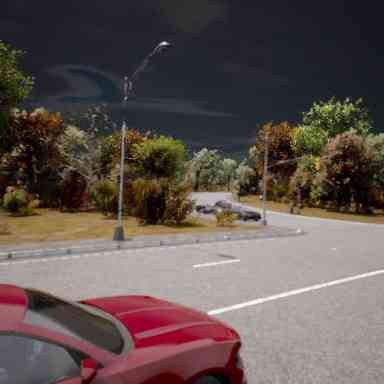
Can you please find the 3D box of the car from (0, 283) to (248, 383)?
[{"bbox_3d":[-1.758,1.478,2.489,5.008,1.535,1.882,0,0,-36],"label":"car"}]

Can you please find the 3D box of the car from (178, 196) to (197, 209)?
[{"bbox_3d":[-0.822,1.722,54.217,2.097,1.767,4.553,3,1,-14],"label":"car"}]

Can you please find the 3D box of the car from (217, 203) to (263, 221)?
[{"bbox_3d":[5.265,2.286,35.654,2.033,1.411,5.357,3,-1,-26],"label":"car"}]

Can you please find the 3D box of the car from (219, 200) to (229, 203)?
[{"bbox_3d":[5.395,2.138,58.751,2.033,1.411,5.357,3,2,-12],"label":"car"}]

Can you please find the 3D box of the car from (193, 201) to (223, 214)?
[{"bbox_3d":[2.030,2.201,44.360,1.994,1.385,4.181,3,0,-19],"label":"car"}]
